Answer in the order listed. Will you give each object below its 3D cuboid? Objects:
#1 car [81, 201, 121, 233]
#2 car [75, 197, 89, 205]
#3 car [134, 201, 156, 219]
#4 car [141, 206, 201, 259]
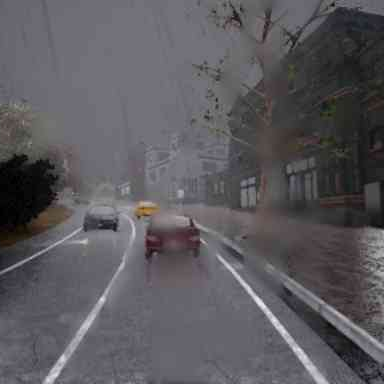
[{"bbox_3d":[-5.411,1.519,20.368,1.882,1.535,5.008,1,0,-11],"label":"car"},{"bbox_3d":[-19.450,1.602,58.860,2.033,1.411,5.357,3,-1,-28],"label":"car"},{"bbox_3d":[-4.326,1.623,31.091,1.882,1.535,5.008,1,-1,-15],"label":"car"},{"bbox_3d":[-0.831,1.527,12.968,1.882,1.535,5.008,1,0,-6],"label":"car"}]
